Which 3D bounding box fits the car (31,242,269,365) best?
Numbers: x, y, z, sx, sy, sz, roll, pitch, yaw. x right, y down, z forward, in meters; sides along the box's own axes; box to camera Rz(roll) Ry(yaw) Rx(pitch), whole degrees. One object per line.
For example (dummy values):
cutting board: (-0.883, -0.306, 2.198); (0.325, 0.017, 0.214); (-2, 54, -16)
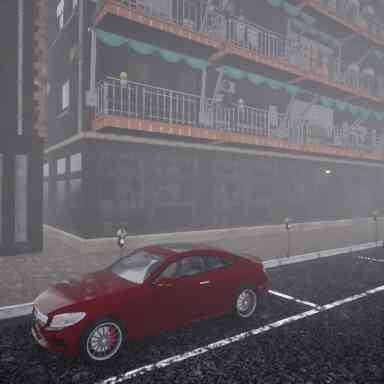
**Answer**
car: (-0.457, 1.582, 5.760); (4.206, 1.307, 1.802); (0, 0, -35)
